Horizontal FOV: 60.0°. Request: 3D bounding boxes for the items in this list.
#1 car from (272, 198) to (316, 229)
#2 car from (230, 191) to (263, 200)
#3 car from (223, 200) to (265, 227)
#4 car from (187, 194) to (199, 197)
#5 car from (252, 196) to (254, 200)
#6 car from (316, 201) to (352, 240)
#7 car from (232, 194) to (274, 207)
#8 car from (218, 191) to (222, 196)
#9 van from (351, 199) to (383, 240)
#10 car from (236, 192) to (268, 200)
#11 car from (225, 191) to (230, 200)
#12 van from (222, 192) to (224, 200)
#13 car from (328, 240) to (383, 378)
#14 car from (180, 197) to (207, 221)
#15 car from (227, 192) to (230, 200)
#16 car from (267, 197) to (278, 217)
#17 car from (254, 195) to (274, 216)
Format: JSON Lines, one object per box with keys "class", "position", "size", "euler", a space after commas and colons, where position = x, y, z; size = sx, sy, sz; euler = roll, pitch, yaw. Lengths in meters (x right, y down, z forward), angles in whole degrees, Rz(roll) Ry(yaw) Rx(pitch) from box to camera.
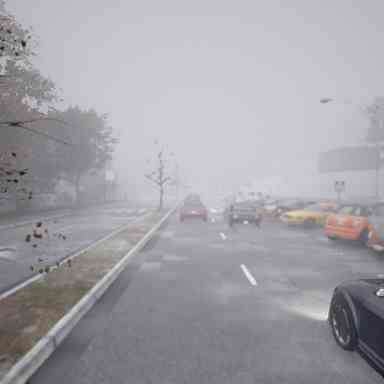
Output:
{"class": "car", "position": [7.903, 1.327, 20.187], "size": [5.366, 1.575, 1.946], "euler": [1, 1, -20]}
{"class": "car", "position": [8.112, 0.869, 41.141], "size": [5.566, 2.045, 2.435], "euler": [1, 0, -20]}
{"class": "car", "position": [3.107, 1.427, 21.407], "size": [1.895, 1.301, 4.718], "euler": [0, 1, 0]}
{"class": "car", "position": [0.112, 0.976, 41.936], "size": [2.097, 1.767, 4.553], "euler": [0, 1, 0]}
{"class": "car", "position": [8.075, 1.268, 29.202], "size": [4.674, 1.452, 2.002], "euler": [1, 0, -20]}
{"class": "car", "position": [8.047, 1.273, 14.276], "size": [4.553, 1.767, 2.185], "euler": [1, 0, -20]}
{"class": "car", "position": [8.089, 1.100, 44.107], "size": [5.008, 1.535, 2.097], "euler": [1, 1, -20]}
{"class": "car", "position": [7.915, 1.012, 58.955], "size": [5.366, 1.575, 1.946], "euler": [1, 1, -20]}
{"class": "van", "position": [7.969, 1.201, 11.248], "size": [4.442, 1.987, 1.878], "euler": [1, 1, -20]}
{"class": "car", "position": [8.091, 1.145, 38.141], "size": [4.892, 1.521, 2.231], "euler": [1, 1, -20]}
{"class": "car", "position": [8.259, 1.063, 50.140], "size": [5.366, 1.575, 1.946], "euler": [1, 0, -20]}
{"class": "van", "position": [7.981, 0.806, 55.995], "size": [4.442, 1.987, 1.878], "euler": [1, 1, -20]}
{"class": "car", "position": [3.102, 1.552, 3.496], "size": [1.994, 1.385, 4.181], "euler": [0, 0, 0]}
{"class": "car", "position": [0.107, 1.346, 25.016], "size": [1.994, 1.385, 4.181], "euler": [0, 1, 0]}
{"class": "car", "position": [8.078, 1.082, 47.092], "size": [4.892, 1.521, 2.231], "euler": [1, 0, -20]}
{"class": "car", "position": [8.104, 1.326, 23.249], "size": [4.792, 1.488, 2.163], "euler": [1, 0, -20]}
{"class": "car", "position": [7.905, 1.255, 26.153], "size": [5.366, 1.575, 1.946], "euler": [1, 1, -20]}
